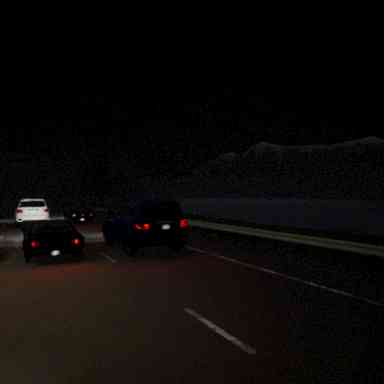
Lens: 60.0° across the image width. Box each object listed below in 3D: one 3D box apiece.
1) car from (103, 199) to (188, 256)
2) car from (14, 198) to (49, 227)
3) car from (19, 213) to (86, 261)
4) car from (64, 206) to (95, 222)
[{"bbox_3d":[-2.158,1.328,14.018,2.150,2.045,5.566,0,0,-28],"label":"car"},{"bbox_3d":[-12.308,1.500,25.554,2.150,2.045,5.566,0,0,-28],"label":"car"},{"bbox_3d":[-5.545,1.733,12.948,1.895,1.301,4.718,0,0,-28],"label":"car"},{"bbox_3d":[-9.543,1.862,27.824,1.895,1.301,4.718,0,0,-28],"label":"car"}]
